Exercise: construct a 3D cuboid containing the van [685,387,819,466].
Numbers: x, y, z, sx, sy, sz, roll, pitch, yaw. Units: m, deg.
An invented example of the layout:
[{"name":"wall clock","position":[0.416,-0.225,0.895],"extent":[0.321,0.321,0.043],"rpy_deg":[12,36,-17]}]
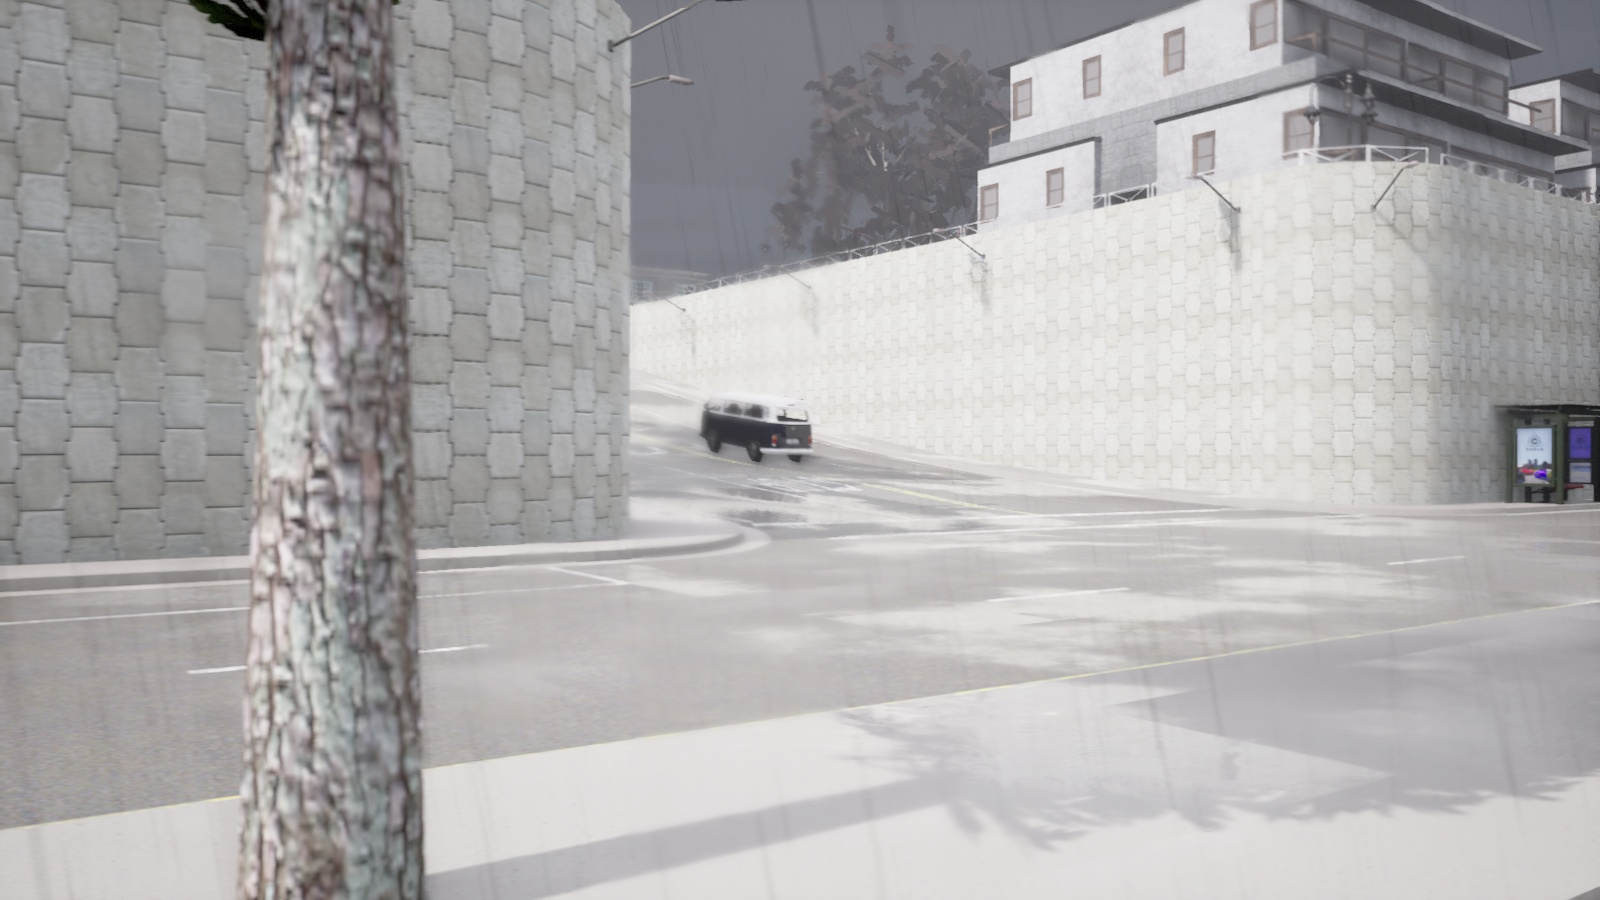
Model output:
[{"name":"van","position":[-1.608,-0.801,40.297],"extent":[2.069,2.038,4.480],"rpy_deg":[0,7,-35]}]
